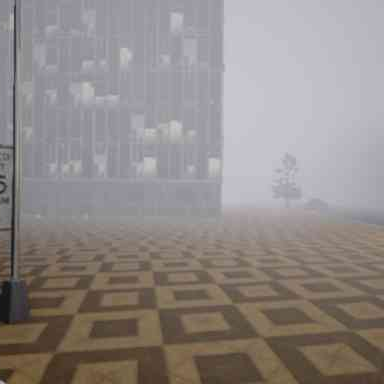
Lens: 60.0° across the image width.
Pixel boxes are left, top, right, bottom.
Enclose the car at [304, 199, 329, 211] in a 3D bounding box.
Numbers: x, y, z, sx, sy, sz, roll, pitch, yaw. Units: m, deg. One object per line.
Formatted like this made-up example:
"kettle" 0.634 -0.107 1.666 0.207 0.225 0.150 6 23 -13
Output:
"car" 15.448 1.551 41.533 1.812 1.442 4.674 1 0 4
